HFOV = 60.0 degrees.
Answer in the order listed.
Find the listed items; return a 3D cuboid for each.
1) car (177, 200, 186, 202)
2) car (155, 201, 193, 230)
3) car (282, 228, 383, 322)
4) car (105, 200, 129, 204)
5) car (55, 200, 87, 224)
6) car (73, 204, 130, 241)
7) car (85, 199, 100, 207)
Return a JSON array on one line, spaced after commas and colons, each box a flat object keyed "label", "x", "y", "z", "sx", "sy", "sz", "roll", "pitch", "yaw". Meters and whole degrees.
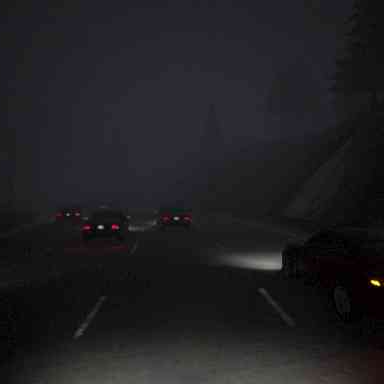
[{"label": "car", "x": -1.397, "y": 1.573, "z": 35.038, "sx": 1.994, "sy": 1.385, "sz": 4.181, "roll": 0, "pitch": 0, "yaw": -20}, {"label": "car", "x": -1.284, "y": 1.558, "z": 21.266, "sx": 2.033, "sy": 1.411, "sz": 5.357, "roll": -1, "pitch": 0, "yaw": -9}, {"label": "car", "x": 3.405, "y": 1.485, "z": 7.045, "sx": 1.812, "sy": 1.442, "sz": 4.674, "roll": 0, "pitch": 0, "yaw": -3}, {"label": "car", "x": -10.566, "y": 1.713, "z": 46.372, "sx": 1.895, "sy": 1.301, "sz": 4.718, "roll": -1, "pitch": 0, "yaw": -33}, {"label": "car", "x": -9.479, "y": 1.651, "z": 25.862, "sx": 2.033, "sy": 1.411, "sz": 5.357, "roll": -1, "pitch": 0, "yaw": -17}, {"label": "car", "x": -4.257, "y": 1.593, "z": 16.958, "sx": 2.033, "sy": 1.411, "sz": 5.357, "roll": -1, "pitch": 0, "yaw": -7}, {"label": "car", "x": -14.019, "y": 1.699, "z": 45.073, "sx": 2.033, "sy": 1.411, "sz": 5.357, "roll": -1, "pitch": 0, "yaw": -35}]
